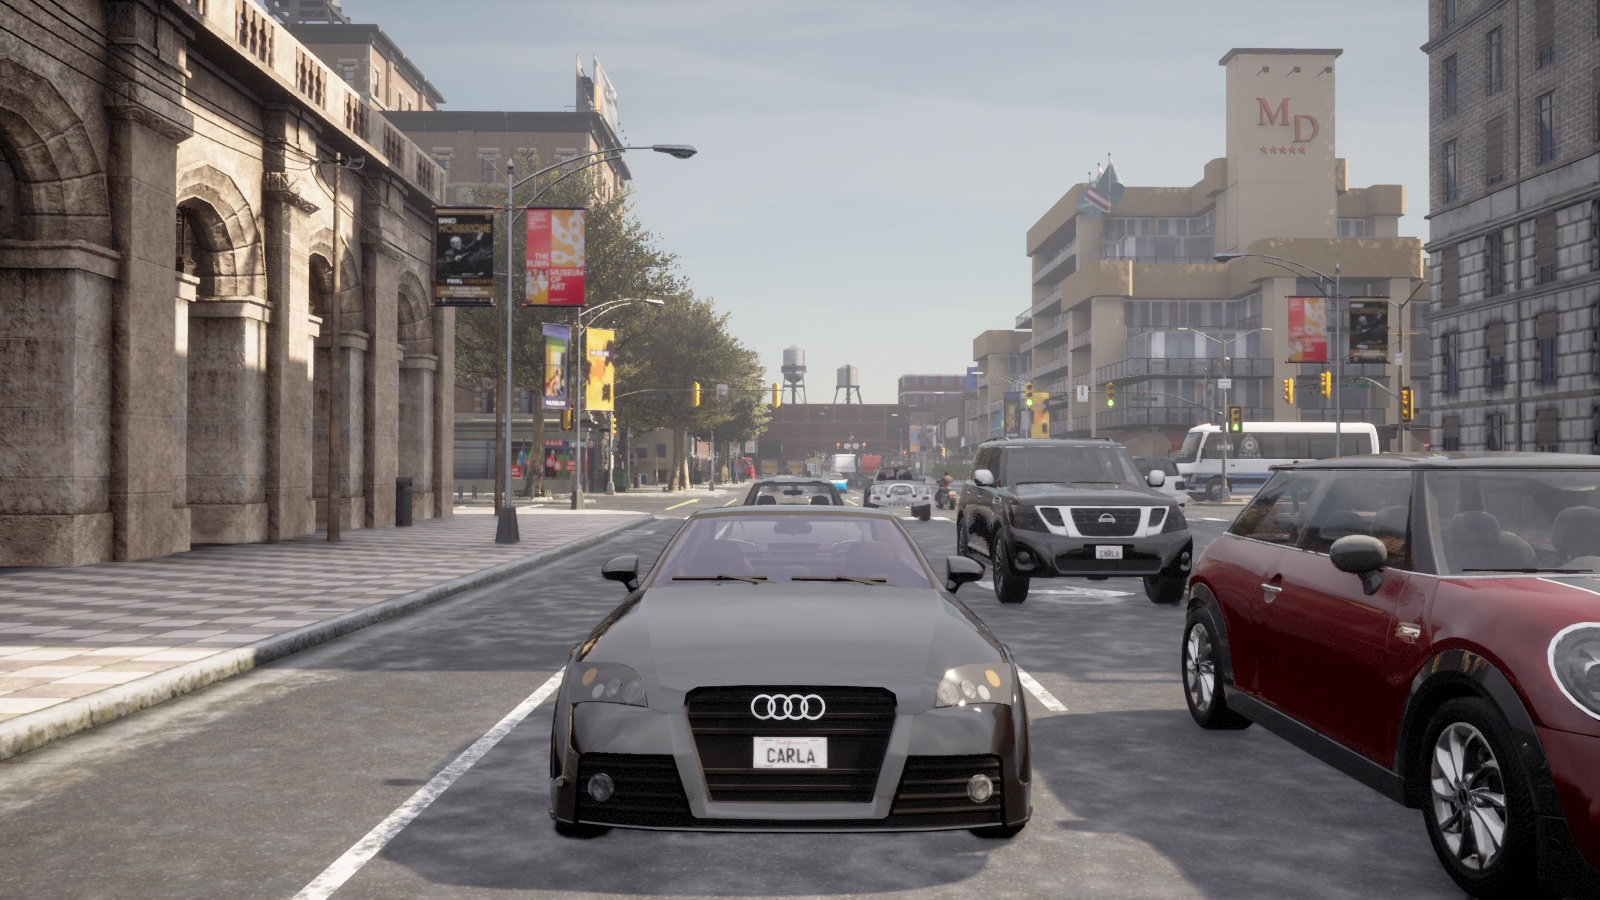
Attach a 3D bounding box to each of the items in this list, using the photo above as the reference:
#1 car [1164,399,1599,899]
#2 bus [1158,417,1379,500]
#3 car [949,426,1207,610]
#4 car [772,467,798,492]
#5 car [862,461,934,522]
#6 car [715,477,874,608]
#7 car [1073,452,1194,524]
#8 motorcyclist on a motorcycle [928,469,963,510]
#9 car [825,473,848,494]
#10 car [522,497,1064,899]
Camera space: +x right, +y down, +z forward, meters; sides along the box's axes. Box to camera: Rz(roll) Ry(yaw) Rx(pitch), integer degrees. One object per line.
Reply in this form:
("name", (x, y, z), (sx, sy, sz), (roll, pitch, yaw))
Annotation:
("car", (3.469, 0.760, 5.993), (2.097, 1.767, 4.553), (0, -1, 0))
("bus", (24.795, 0.460, 66.964), (10.273, 4.253, 3.944), (0, -1, -1))
("car", (3.426, 0.801, 16.761), (2.150, 2.045, 5.566), (0, -1, 0))
("car", (-1.130, 2.225, 94.859), (1.932, 1.855, 4.605), (0, -1, -1))
("car", (3.135, 1.304, 40.894), (1.932, 1.855, 4.605), (0, -1, 0))
("car", (-0.072, 1.105, 16.502), (1.816, 1.474, 4.193), (0, -1, 0))
("car", (10.176, 1.143, 38.807), (2.150, 2.045, 5.566), (0, -1, -1))
("motorcyclist on a motorcycle", (5.987, 1.611, 51.925), (0.766, 1.649, 2.350), (-1, -1, -10))
("car", (2.497, 2.302, 86.116), (1.481, 1.376, 2.207), (0, -1, -1))
("car", (-0.032, 0.991, 6.719), (1.994, 1.385, 4.181), (0, -1, 0))
